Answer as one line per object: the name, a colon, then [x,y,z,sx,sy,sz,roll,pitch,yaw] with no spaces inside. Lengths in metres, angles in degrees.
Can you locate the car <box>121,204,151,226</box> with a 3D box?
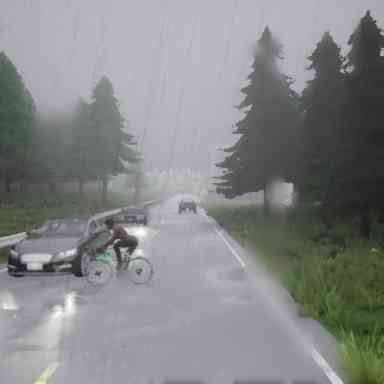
car: [-3.967,1.564,23.126,1.994,1.385,4.181,0,0,-2]

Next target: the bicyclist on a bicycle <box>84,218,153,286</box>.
bicyclist on a bicycle: [-1.774,1.455,7.959,1.656,1.620,0.582,-2,0,-1]

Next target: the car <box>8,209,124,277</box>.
car: [-3.744,1.492,10.291,2.128,1.511,4.902,0,0,-1]

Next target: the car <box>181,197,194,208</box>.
car: [-0.714,1.476,49.360,1.882,1.535,5.008,0,0,-1]

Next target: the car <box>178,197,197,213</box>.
car: [-0.489,1.503,36.368,1.837,1.490,4.892,0,0,-1]
